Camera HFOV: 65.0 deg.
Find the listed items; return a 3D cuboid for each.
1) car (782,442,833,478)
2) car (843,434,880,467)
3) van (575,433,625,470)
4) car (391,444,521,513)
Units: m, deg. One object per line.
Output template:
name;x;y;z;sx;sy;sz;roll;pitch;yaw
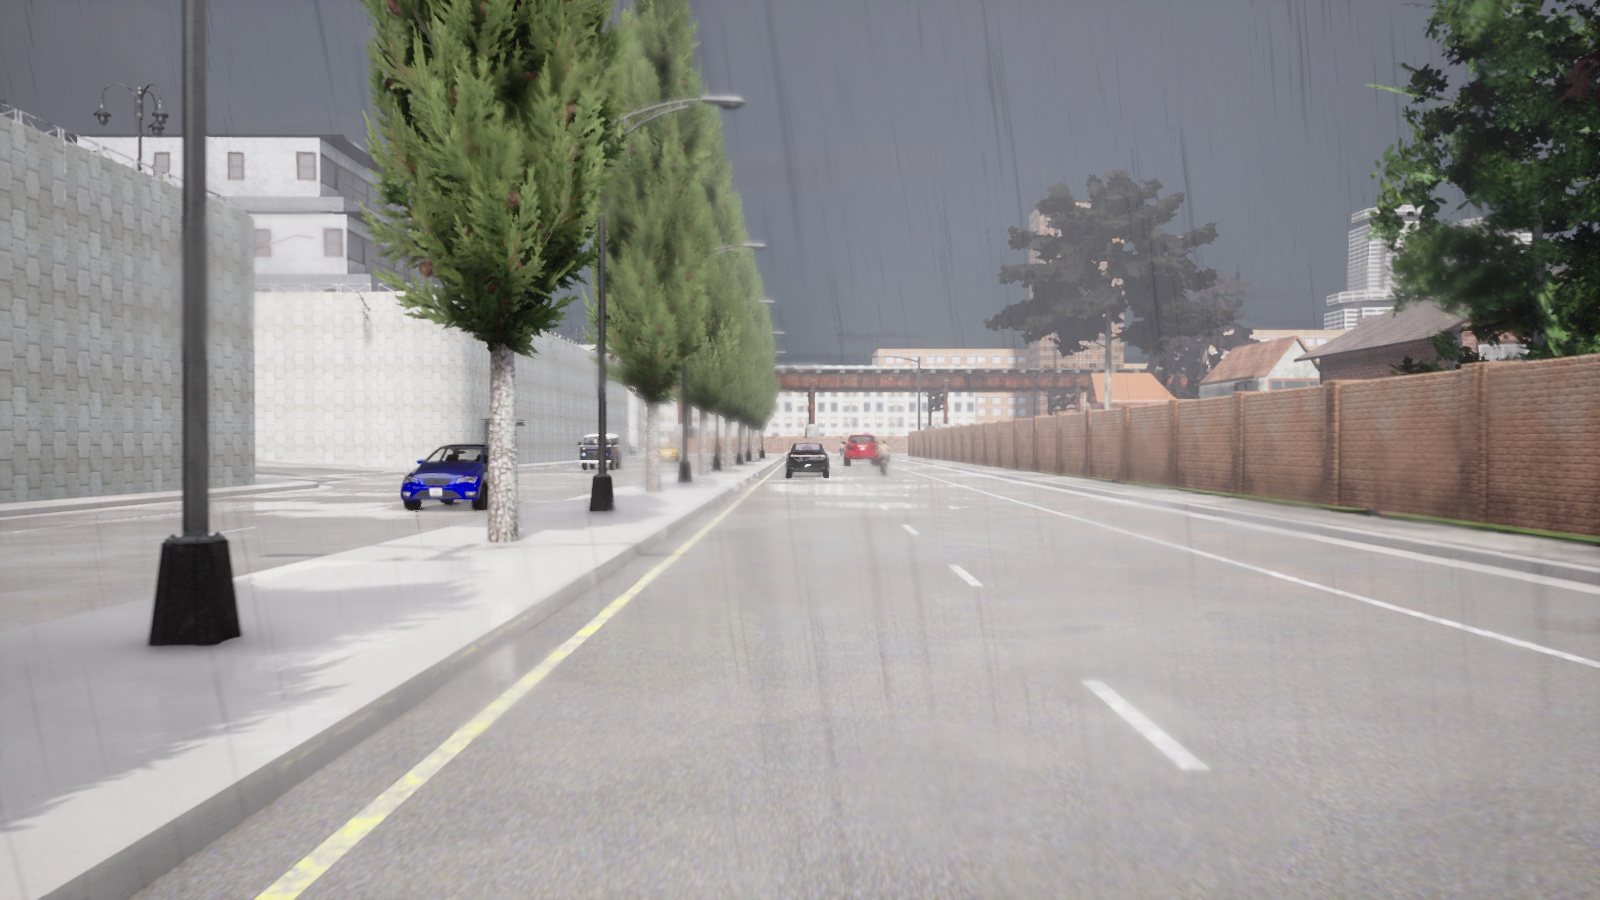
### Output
car;0.326;0.396;54.411;2.128;1.511;4.902;0;0;0
car;3.982;0.008;81.713;2.150;2.045;5.566;0;0;0
van;-11.088;0.067;69.886;2.069;2.038;4.480;0;0;0
car;-7.820;0.591;28.921;1.816;1.474;4.193;0;0;0
